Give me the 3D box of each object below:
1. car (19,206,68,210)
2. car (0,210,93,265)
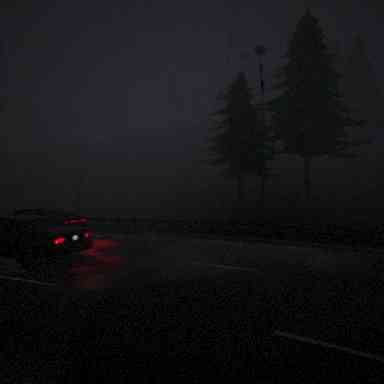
[{"bbox_3d":[-7.039,1.407,14.994,4.892,1.490,1.837,0,-1,18],"label":"car"},{"bbox_3d":[-6.006,1.477,11.189,5.357,1.411,2.033,0,0,19],"label":"car"}]
